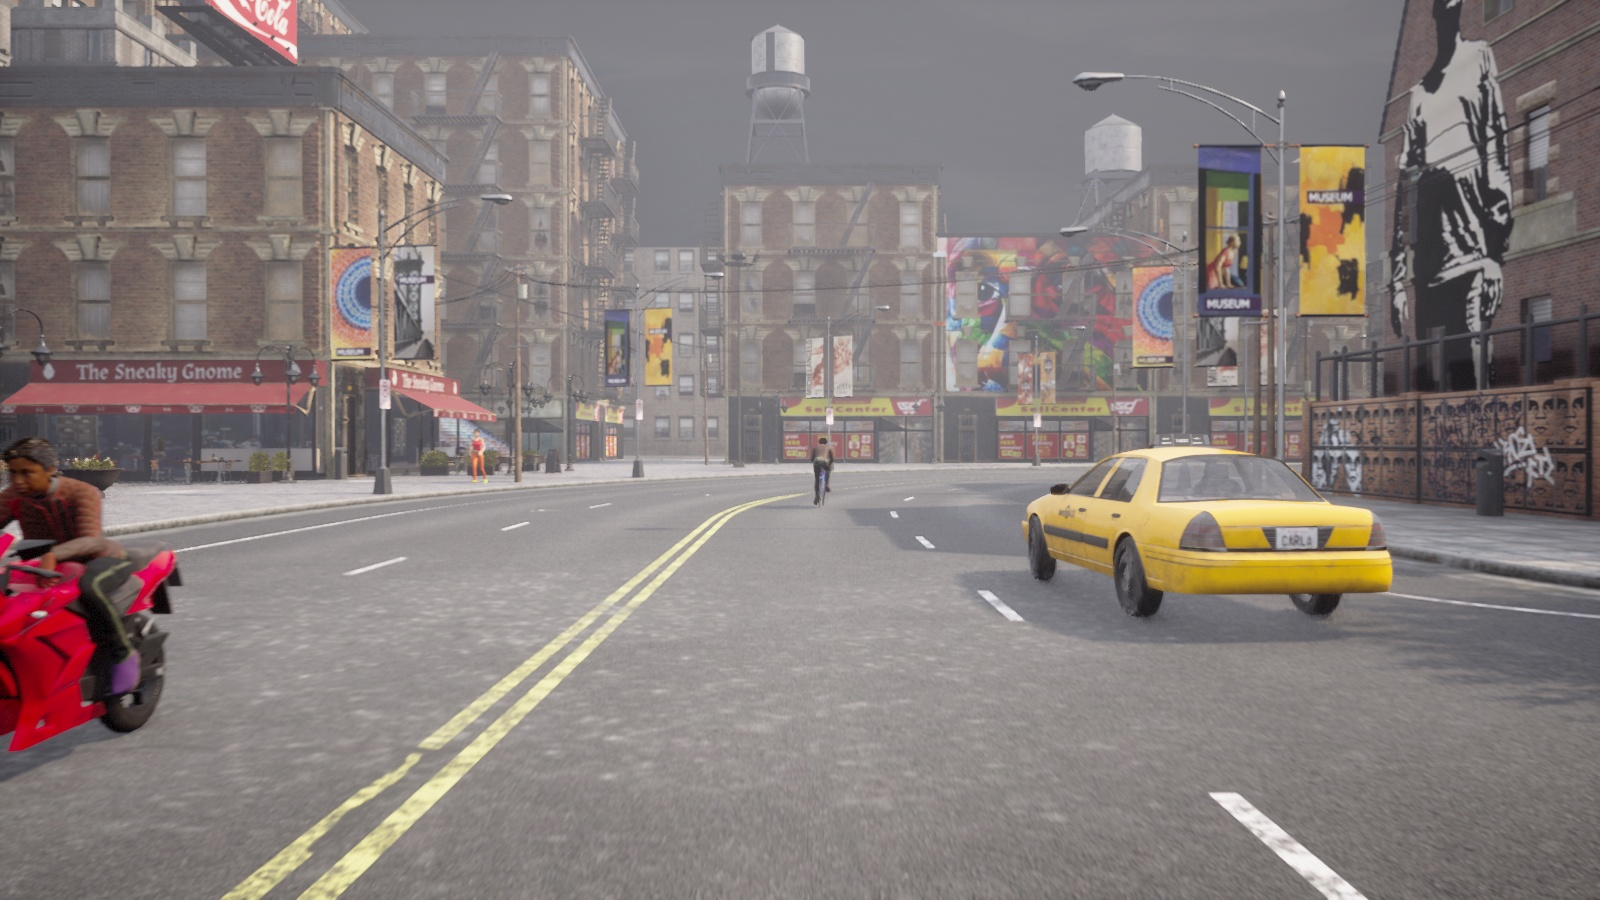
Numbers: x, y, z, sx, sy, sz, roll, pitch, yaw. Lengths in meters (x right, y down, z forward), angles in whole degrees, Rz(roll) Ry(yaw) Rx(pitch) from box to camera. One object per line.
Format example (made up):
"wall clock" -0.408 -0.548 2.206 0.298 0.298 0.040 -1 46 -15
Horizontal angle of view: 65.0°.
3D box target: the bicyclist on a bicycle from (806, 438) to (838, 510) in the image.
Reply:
"bicyclist on a bicycle" 0.528 0.536 29.120 0.582 1.620 1.656 0 0 6

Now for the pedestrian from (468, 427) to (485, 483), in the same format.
"pedestrian" -10.735 0.160 41.635 0.345 1.836 0.594 0 0 7

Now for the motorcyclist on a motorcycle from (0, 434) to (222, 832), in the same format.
"motorcyclist on a motorcycle" -3.453 0.694 5.597 0.797 1.523 2.044 0 0 0

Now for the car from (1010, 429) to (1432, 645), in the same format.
"car" 3.559 0.621 11.909 1.801 1.575 5.366 0 0 -5
